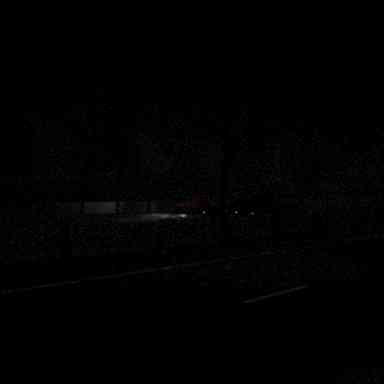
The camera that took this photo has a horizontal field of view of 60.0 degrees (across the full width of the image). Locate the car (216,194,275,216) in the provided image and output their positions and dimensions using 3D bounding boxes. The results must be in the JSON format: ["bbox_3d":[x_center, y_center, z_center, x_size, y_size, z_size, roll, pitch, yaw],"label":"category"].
[{"bbox_3d":[5.110,1.196,29.099,5.566,2.045,2.150,0,0,-36],"label":"car"}]

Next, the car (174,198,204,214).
[{"bbox_3d":[0.528,1.440,34.434,5.008,1.535,1.882,0,0,-36],"label":"car"}]

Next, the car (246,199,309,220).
[{"bbox_3d":[7.078,1.553,26.206,5.357,1.411,2.033,0,0,-36],"label":"car"}]

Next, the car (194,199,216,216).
[{"bbox_3d":[2.917,1.577,31.837,4.718,1.301,1.895,0,0,-36],"label":"car"}]
